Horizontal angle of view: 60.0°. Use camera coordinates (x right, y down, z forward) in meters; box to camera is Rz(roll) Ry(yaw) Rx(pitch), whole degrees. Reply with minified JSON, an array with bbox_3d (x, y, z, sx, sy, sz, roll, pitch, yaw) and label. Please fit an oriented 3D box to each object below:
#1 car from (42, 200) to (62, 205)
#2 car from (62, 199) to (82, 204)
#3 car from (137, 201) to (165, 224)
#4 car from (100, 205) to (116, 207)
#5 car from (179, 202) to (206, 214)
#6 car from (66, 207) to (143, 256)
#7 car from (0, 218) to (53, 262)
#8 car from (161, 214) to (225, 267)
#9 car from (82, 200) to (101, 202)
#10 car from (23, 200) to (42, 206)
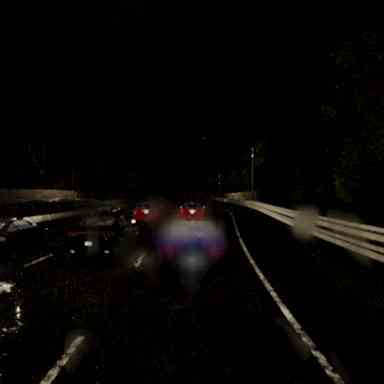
[{"bbox_3d":[-24.519,2.117,59.999,1.895,1.301,4.718,0,-1,0],"label":"car"},{"bbox_3d":[-21.029,2.013,60.156,2.128,1.511,4.902,0,-1,1],"label":"car"},{"bbox_3d":[-3.457,1.575,27.320,2.097,1.767,4.553,0,-1,0],"label":"car"},{"bbox_3d":[-6.956,1.790,27.623,1.994,1.385,4.181,0,0,1],"label":"car"},{"bbox_3d":[0.043,1.575,27.325,2.097,1.767,4.553,0,-1,0],"label":"car"},{"bbox_3d":[-3.446,1.587,13.607,1.882,1.535,5.008,0,0,0],"label":"car"},{"bbox_3d":[-6.953,1.665,12.551,1.994,1.385,4.181,0,0,0],"label":"car"},{"bbox_3d":[0.040,1.696,11.801,1.895,1.301,4.718,0,0,0],"label":"car"},{"bbox_3d":[-17.525,2.067,60.251,2.033,1.411,5.357,0,-1,1],"label":"car"},{"bbox_3d":[-28.017,2.058,59.568,2.033,1.411,5.357,0,-1,0],"label":"car"}]
